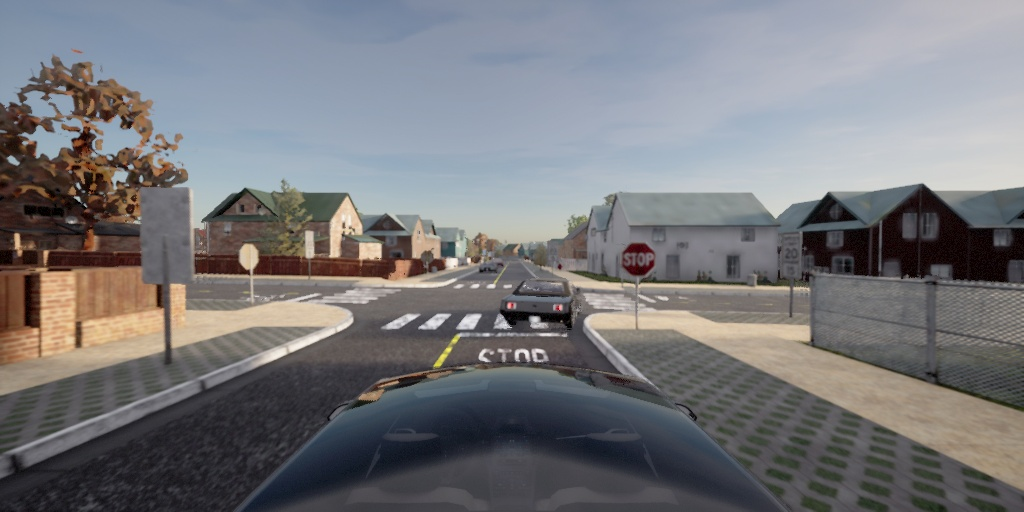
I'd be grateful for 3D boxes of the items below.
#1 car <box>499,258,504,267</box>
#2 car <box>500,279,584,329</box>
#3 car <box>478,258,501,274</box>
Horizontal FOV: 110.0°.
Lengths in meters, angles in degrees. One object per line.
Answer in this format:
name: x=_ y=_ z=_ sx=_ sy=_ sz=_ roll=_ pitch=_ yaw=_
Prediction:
car: x=-2.474 y=1.138 z=62.661 sx=1.882 sy=1.535 sz=5.008 roll=0 pitch=0 yaw=1
car: x=1.165 y=1.363 z=11.295 sx=1.895 sy=1.301 sz=4.718 roll=0 pitch=-1 yaw=15
car: x=-2.653 y=1.265 z=40.650 sx=1.994 sy=1.385 sz=4.181 roll=0 pitch=0 yaw=0
